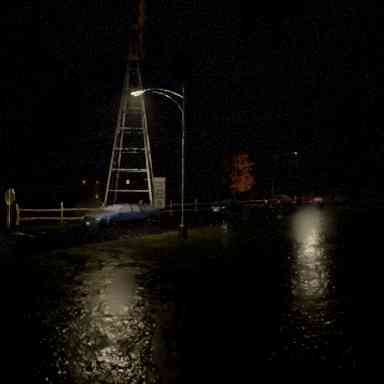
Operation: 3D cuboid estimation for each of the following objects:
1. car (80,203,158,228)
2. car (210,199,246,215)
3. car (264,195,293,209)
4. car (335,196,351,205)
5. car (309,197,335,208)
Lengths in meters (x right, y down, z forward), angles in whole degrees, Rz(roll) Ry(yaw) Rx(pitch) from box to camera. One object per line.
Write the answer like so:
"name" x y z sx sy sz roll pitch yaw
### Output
"car" -4.566 1.462 21.847 2.033 1.411 5.357 1 1 37
"car" 3.613 1.395 32.523 1.812 1.442 4.674 1 1 38
"car" 10.900 1.180 41.824 2.097 1.767 4.553 1 1 39
"car" 23.978 1.363 53.619 2.033 1.411 5.357 1 1 40
"car" 17.714 1.411 45.758 1.994 1.385 4.181 1 1 39
